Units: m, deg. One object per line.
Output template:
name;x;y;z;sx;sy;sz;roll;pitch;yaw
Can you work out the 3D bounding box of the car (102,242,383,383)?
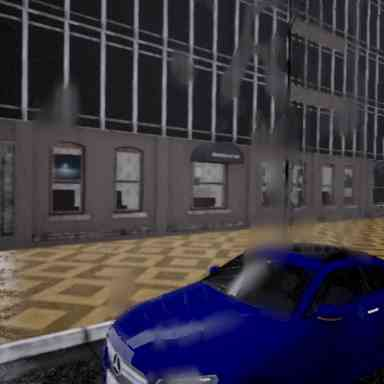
car;1.264;1.445;4.200;4.674;1.442;1.812;0;1;-33
